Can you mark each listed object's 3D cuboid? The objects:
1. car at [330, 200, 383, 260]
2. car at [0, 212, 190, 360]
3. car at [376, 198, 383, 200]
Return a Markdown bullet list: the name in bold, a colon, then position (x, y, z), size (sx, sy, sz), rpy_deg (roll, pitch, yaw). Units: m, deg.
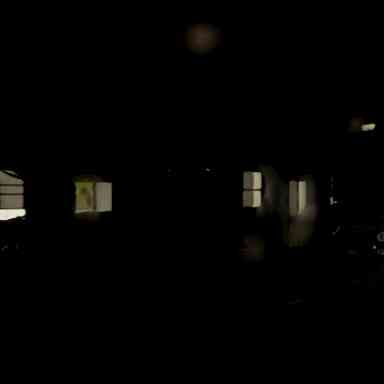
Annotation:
- **car**: position (6.447, 1.258, 11.139), size (4.097, 1.590, 1.967), rpy_deg (-1, 2, -35)
- **car**: position (-2.356, 1.302, 4.856), size (5.009, 1.841, 2.192), rpy_deg (-1, 2, -35)
- **car**: position (19.755, 1.023, 37.370), size (1.887, 1.381, 4.507), rpy_deg (0, 0, -35)
